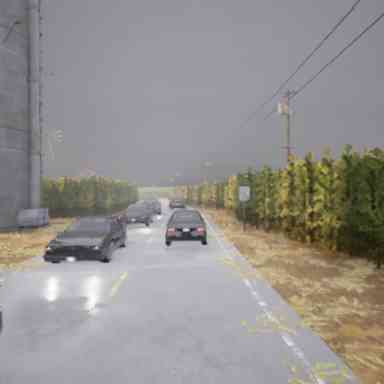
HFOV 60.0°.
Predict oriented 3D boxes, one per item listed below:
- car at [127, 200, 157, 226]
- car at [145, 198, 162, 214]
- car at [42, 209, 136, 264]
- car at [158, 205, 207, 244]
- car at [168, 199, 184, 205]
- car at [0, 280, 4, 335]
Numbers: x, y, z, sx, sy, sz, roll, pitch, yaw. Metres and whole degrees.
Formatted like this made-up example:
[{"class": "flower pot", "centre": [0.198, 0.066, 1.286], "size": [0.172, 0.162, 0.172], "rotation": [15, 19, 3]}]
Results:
[{"class": "car", "centre": [-3.816, 1.580, 23.718], "size": [1.837, 1.490, 4.892], "rotation": [0, 0, -1]}, {"class": "car", "centre": [-4.229, 1.446, 34.664], "size": [2.097, 1.767, 4.553], "rotation": [-1, 0, -4]}, {"class": "car", "centre": [-3.610, 1.600, 12.406], "size": [2.033, 1.411, 5.357], "rotation": [-1, 0, -2]}, {"class": "car", "centre": [-0.266, 1.576, 15.857], "size": [2.033, 1.411, 5.357], "rotation": [-1, 0, -1]}, {"class": "car", "centre": [-2.196, 1.660, 46.727], "size": [1.994, 1.385, 4.181], "rotation": [0, 0, -8]}, {"class": "car", "centre": [-3.296, 1.256, 1.774], "size": [2.150, 2.045, 5.566], "rotation": [-1, 0, -2]}]
